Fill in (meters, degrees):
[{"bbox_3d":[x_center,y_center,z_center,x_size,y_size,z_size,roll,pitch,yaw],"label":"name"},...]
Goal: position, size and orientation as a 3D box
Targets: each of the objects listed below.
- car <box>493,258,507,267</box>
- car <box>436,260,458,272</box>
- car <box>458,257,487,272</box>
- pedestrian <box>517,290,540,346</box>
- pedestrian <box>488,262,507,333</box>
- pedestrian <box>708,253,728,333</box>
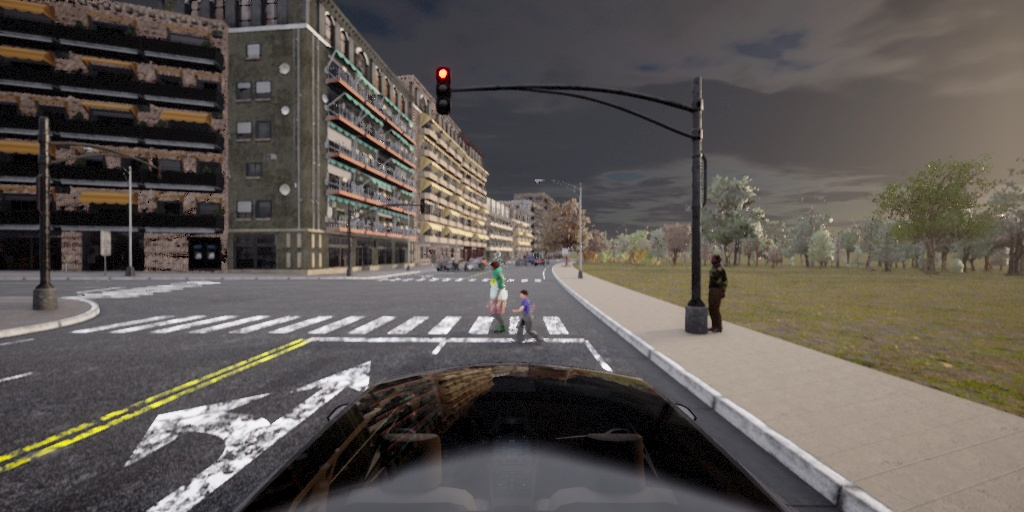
[{"bbox_3d":[-2.095,1.103,61.408,1.837,1.490,4.892,0,0,9],"label":"car"},{"bbox_3d":[-7.649,1.180,43.016,1.994,1.385,4.181,0,0,6],"label":"car"},{"bbox_3d":[-4.425,1.109,42.593,2.128,1.511,4.902,0,0,6],"label":"car"},{"bbox_3d":[0.363,1.292,7.940,0.375,1.300,0.375,0,0,1],"label":"pedestrian"},{"bbox_3d":[-0.352,1.007,9.154,0.375,1.860,0.375,0,0,1],"label":"pedestrian"},{"bbox_3d":[4.794,0.857,8.457,0.375,1.860,0.375,0,0,1],"label":"pedestrian"}]
